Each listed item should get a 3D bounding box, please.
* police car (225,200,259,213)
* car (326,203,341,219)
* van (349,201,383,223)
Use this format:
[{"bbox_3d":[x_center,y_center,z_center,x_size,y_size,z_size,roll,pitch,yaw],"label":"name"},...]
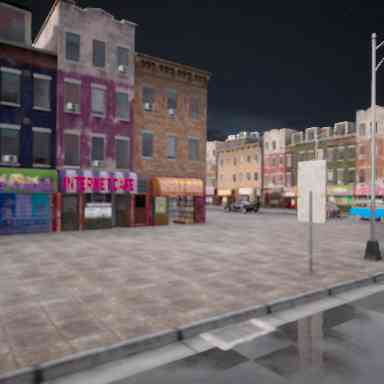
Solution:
[{"bbox_3d":[6.264,1.819,42.625,1.930,1.638,5.238,1,-1,-36],"label":"police car"},{"bbox_3d":[12.715,1.800,33.475,1.967,1.590,4.097,1,-1,-36],"label":"car"},{"bbox_3d":[15.916,1.686,29.034,1.690,1.788,3.998,1,-1,-36],"label":"van"}]
